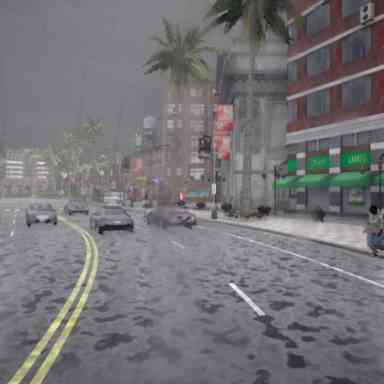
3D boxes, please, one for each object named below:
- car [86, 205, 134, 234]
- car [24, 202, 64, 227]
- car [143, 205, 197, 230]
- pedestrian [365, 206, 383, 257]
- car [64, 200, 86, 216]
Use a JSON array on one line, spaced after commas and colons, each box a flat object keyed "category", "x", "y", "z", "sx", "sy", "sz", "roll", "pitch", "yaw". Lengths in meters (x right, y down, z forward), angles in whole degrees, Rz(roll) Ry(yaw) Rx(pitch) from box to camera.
[{"category": "car", "x": -4.790, "y": 1.559, "z": 19.501, "sx": 1.994, "sy": 1.385, "sz": 4.181, "roll": 0, "pitch": 0, "yaw": -24}, {"category": "car", "x": -10.432, "y": 1.485, "z": 22.960, "sx": 2.128, "sy": 1.511, "sz": 4.902, "roll": 0, "pitch": 0, "yaw": -27}, {"category": "car", "x": -1.519, "y": 1.541, "z": 21.031, "sx": 2.033, "sy": 1.411, "sz": 5.357, "roll": 0, "pitch": 0, "yaw": -25}, {"category": "pedestrian", "x": 6.193, "y": 1.286, "z": 11.198, "sx": 0.375, "sy": 1.860, "sz": 0.375, "roll": 0, "pitch": 0, "yaw": -13}, {"category": "car", "x": -11.501, "y": 1.538, "z": 32.935, "sx": 2.033, "sy": 1.411, "sz": 5.357, "roll": 0, "pitch": 0, "yaw": -27}]
